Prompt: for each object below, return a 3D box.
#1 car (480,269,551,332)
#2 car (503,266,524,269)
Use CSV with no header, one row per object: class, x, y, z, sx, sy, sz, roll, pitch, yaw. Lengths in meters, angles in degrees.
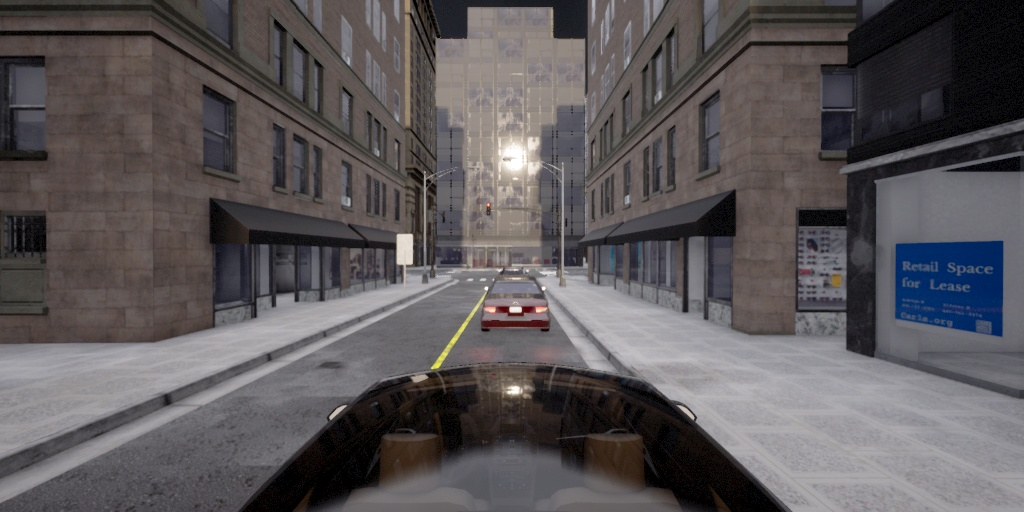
car,0.094,1.288,10.812,2.033,1.411,5.357,0,0,0
car,0.085,1.290,21.478,1.994,1.385,4.181,0,0,0
